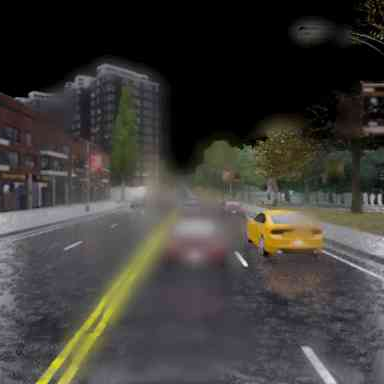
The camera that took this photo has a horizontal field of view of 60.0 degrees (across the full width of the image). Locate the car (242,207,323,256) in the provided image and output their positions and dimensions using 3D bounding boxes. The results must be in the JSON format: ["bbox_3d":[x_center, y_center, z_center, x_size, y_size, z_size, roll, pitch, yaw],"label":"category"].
[{"bbox_3d":[3.335,1.431,12.841,1.882,1.535,5.008,0,0,0],"label":"car"}]

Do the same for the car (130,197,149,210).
[{"bbox_3d":[-6.599,1.433,41.915,1.837,1.490,4.892,0,-1,0],"label":"car"}]

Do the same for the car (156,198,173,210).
[{"bbox_3d":[-3.353,1.474,41.450,2.033,1.411,5.357,0,0,0],"label":"car"}]

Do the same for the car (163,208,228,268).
[{"bbox_3d":[0.079,1.484,10.979,1.812,1.442,4.674,0,0,0],"label":"car"}]

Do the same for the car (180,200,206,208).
[{"bbox_3d":[0.080,1.422,27.151,2.128,1.511,4.902,0,0,0],"label":"car"}]

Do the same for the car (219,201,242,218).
[{"bbox_3d":[3.333,1.455,28.139,1.812,1.442,4.674,0,0,0],"label":"car"}]
